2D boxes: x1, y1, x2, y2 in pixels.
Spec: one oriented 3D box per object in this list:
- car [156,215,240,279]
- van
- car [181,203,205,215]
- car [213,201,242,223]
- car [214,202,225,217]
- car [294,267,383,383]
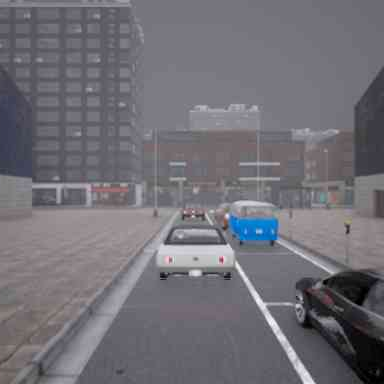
[{"bbox_3d":[0.090,1.586,9.900,1.895,1.301,4.718,0,0,0],"label":"car"},{"bbox_3d":[2.644,1.320,14.935,1.690,1.788,3.998,0,0,0],"label":"van"},{"bbox_3d":[0.093,1.569,27.595,1.895,1.301,4.718,0,0,0],"label":"car"},{"bbox_3d":[2.642,1.495,25.980,1.752,1.417,4.829,0,0,0],"label":"car"},{"bbox_3d":[2.643,1.414,20.372,1.967,1.590,4.097,0,0,0],"label":"car"},{"bbox_3d":[2.643,1.559,4.060,1.947,1.339,4.313,0,0,0],"label":"car"}]
